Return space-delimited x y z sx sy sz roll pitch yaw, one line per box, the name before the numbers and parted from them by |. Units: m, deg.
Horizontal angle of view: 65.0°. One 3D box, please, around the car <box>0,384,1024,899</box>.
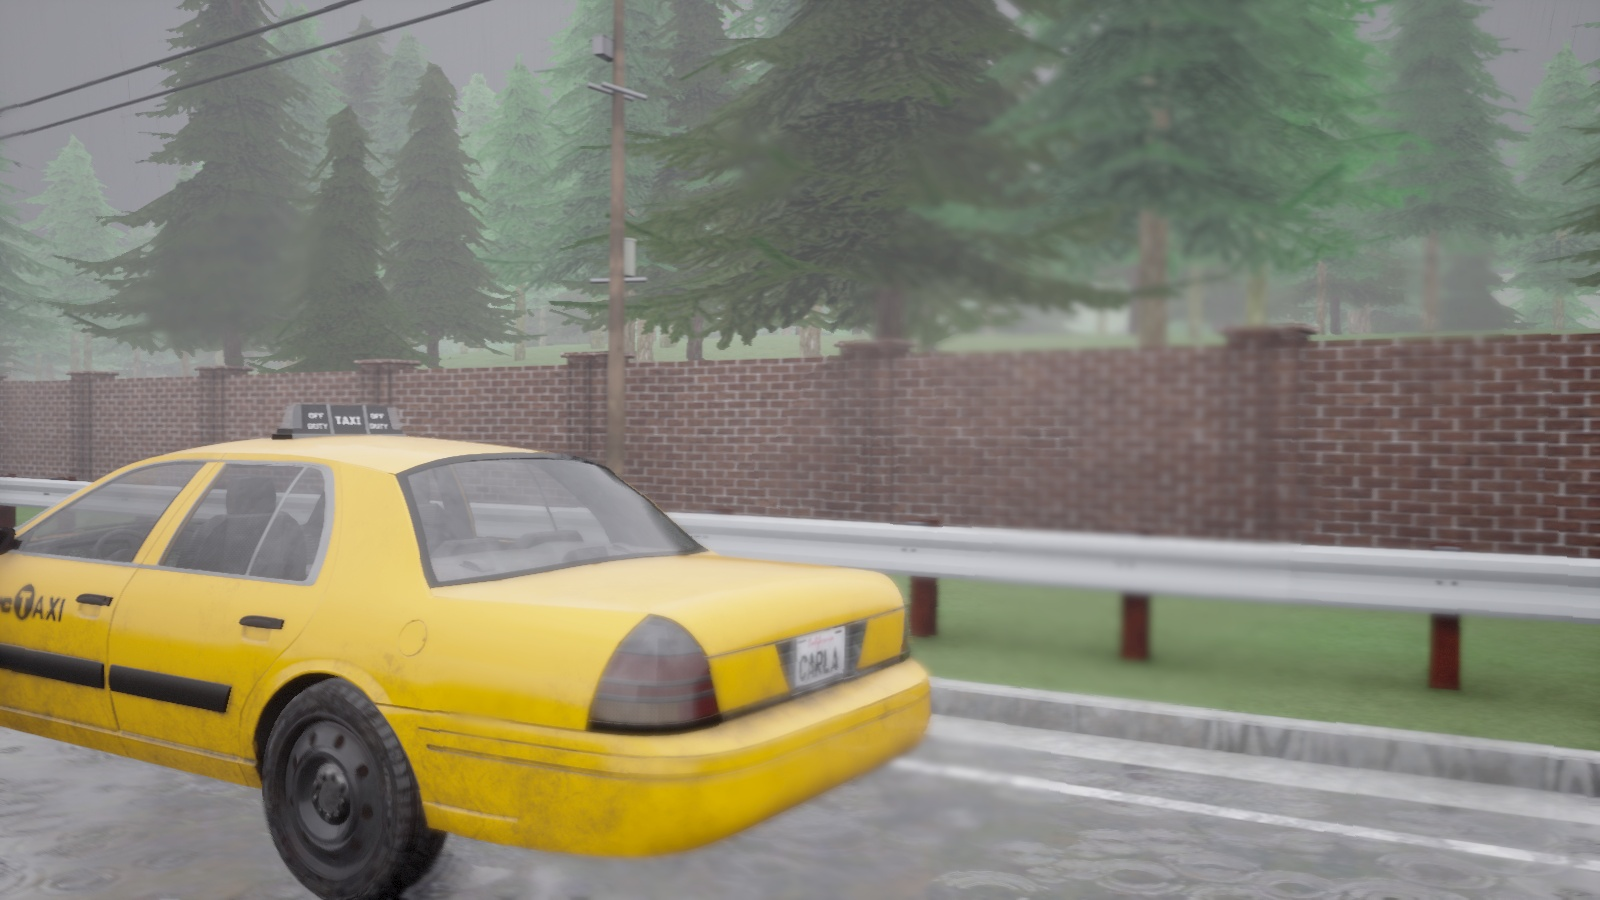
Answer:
car | -1.954 0.617 5.181 5.366 1.575 1.801 0 1 31
